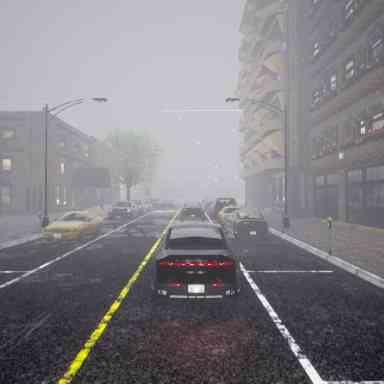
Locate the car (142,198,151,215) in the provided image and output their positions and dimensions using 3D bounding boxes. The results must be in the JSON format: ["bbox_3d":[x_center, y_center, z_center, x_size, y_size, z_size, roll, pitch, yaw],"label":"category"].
[{"bbox_3d":[-5.710,1.455,33.651,1.967,1.590,4.097,1,0,0],"label":"car"}]

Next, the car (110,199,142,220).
[{"bbox_3d":[-5.698,1.452,27.963,1.967,1.590,4.097,1,0,0],"label":"car"}]

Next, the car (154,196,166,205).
[{"bbox_3d":[-5.938,1.563,61.914,1.752,1.417,4.829,1,0,0],"label":"car"}]

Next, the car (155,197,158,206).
[{"bbox_3d":[-5.746,1.594,50.710,1.947,1.339,4.313,1,0,0],"label":"car"}]

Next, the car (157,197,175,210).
[{"bbox_3d":[-3.131,1.623,43.803,1.895,1.301,4.718,0,0,0],"label":"car"}]

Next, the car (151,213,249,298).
[{"bbox_3d":[0.081,1.509,8.490,1.837,1.490,4.892,0,0,0],"label":"car"}]

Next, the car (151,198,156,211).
[{"bbox_3d":[-5.723,1.601,39.337,1.802,1.307,4.206,1,0,0],"label":"car"}]

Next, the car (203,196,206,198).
[{"bbox_3d":[2.612,1.589,45.099,1.947,1.339,4.313,1,0,0],"label":"car"}]

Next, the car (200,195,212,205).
[{"bbox_3d":[2.627,1.478,62.156,1.967,1.590,4.097,1,0,0],"label":"car"}]

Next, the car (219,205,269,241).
[{"bbox_3d":[2.670,1.557,16.666,2.008,1.369,4.403,1,0,0],"label":"car"}]

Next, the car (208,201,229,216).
[{"bbox_3d":[2.635,1.597,33.726,1.802,1.307,4.206,1,0,0],"label":"car"}]

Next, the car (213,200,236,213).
[{"bbox_3d":[2.658,1.534,22.522,1.752,1.417,4.829,1,0,0],"label":"car"}]

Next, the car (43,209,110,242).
[{"bbox_3d":[-5.676,1.532,16.421,1.752,1.417,4.829,1,0,0],"label":"car"}]

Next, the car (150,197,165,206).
[{"bbox_3d":[-5.757,1.583,56.398,2.008,1.369,4.403,1,0,0],"label":"car"}]

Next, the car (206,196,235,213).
[{"bbox_3d":[2.651,1.327,28.040,2.192,1.841,5.009,1,0,0],"label":"car"}]

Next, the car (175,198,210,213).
[{"bbox_3d":[0.046,1.503,26.445,2.128,1.511,4.902,0,0,0],"label":"car"}]
